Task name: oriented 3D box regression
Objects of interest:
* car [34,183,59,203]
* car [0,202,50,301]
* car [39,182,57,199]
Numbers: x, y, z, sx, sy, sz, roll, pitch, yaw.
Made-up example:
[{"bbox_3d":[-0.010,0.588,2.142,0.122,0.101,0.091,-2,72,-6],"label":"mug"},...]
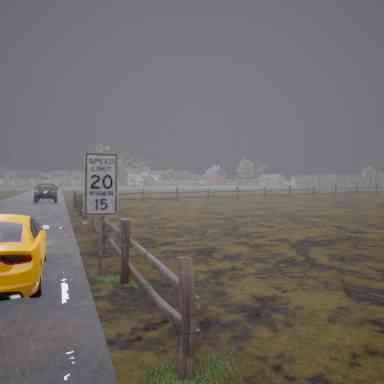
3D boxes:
[{"bbox_3d":[-15.424,0.054,35.221,2.150,2.045,5.566,0,2,-21],"label":"car"},{"bbox_3d":[-4.363,1.231,7.527,1.882,1.535,5.008,0,2,-22],"label":"car"},{"bbox_3d":[-19.336,-0.256,44.862,2.150,2.045,5.566,0,2,-22],"label":"car"}]
